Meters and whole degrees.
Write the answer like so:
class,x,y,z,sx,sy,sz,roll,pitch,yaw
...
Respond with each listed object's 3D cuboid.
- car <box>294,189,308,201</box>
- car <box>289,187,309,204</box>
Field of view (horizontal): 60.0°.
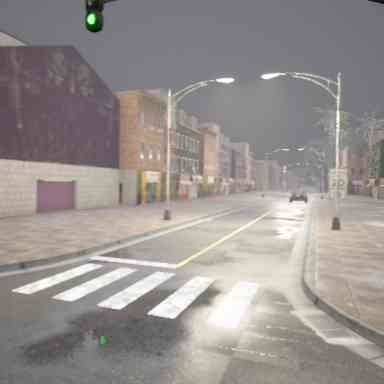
class,x,y,z,sx,sy,sz,roll,pitch,yaw
car,16.908,0.419,51.387,1.882,1.535,5.008,1,2,20
car,13.628,0.475,42.300,2.097,1.767,4.553,1,2,20
